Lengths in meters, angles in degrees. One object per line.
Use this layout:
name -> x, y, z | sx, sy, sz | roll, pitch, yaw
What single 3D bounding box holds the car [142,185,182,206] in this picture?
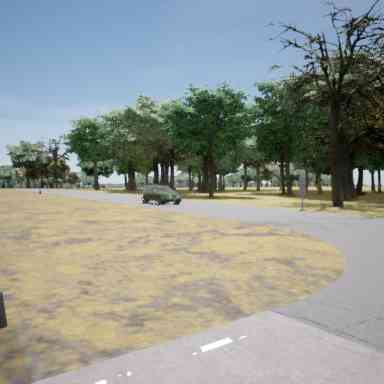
car -> -3.326, 0.315, 35.545 | 2.150, 2.045, 5.566 | -1, 2, -36
